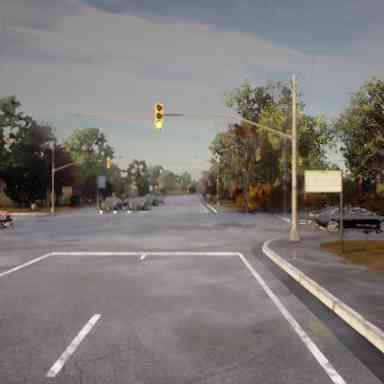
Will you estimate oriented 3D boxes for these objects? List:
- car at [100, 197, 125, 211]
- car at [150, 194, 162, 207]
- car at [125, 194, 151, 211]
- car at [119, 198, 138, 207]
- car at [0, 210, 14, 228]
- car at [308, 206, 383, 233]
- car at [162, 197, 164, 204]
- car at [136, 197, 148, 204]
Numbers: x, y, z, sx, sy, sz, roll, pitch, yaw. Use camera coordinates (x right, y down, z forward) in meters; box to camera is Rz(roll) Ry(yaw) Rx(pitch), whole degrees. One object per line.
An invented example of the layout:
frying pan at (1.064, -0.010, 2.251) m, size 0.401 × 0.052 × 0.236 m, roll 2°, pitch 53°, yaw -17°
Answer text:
car at (-10.539, 1.515, 43.838) m, size 2.097 × 1.767 × 4.553 m, roll 0°, pitch 0°, yaw 0°
car at (-6.990, 1.421, 55.719) m, size 2.150 × 2.045 × 5.566 m, roll 0°, pitch 1°, yaw 3°
car at (-7.038, 1.516, 43.876) m, size 2.097 × 1.767 × 4.553 m, roll 0°, pitch 0°, yaw 0°
car at (-10.511, 1.754, 55.508) m, size 2.033 × 1.411 × 5.357 m, roll 0°, pitch 0°, yaw 0°
car at (-13.700, 1.426, 20.858) m, size 4.553 × 1.767 × 2.097 m, roll 0°, pitch 0°, yaw 3°
car at (9.384, 1.566, 19.517) m, size 4.902 × 1.511 × 2.128 m, roll 0°, pitch 0°, yaw 3°
car at (-6.906, 1.758, 70.185) m, size 1.837 × 1.490 × 4.892 m, roll 0°, pitch 0°, yaw 0°
car at (-10.407, 1.783, 69.539) m, size 1.812 × 1.442 × 4.674 m, roll 0°, pitch 0°, yaw 0°
